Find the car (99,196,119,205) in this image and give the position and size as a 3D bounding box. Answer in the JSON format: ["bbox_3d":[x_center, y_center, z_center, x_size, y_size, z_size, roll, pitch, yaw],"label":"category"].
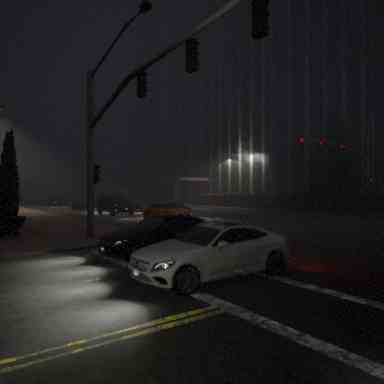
[{"bbox_3d":[-15.421,1.477,61.879,1.882,1.535,5.008,0,0,-36],"label":"car"}]

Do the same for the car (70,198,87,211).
[{"bbox_3d":[-13.649,1.491,41.243,2.128,1.511,4.902,0,0,-36],"label":"car"}]

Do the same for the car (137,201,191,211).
[{"bbox_3d":[-1.942,1.478,25.116,1.882,1.535,5.008,0,0,-36],"label":"car"}]

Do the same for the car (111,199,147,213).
[{"bbox_3d":[-7.459,1.548,38.663,2.033,1.411,5.357,0,0,-36],"label":"car"}]

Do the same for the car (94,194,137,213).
[{"bbox_3d":[-7.687,1.221,33.019,2.150,2.045,5.566,0,0,-36],"label":"car"}]

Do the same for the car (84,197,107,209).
[{"bbox_3d":[-13.802,1.526,47.428,1.812,1.442,4.674,0,0,-36],"label":"car"}]

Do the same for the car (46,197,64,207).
[{"bbox_3d":[-21.416,1.507,52.041,1.837,1.490,4.892,0,-1,-35],"label":"car"}]

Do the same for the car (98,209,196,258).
[{"bbox_3d":[-0.950,1.526,11.927,4.674,1.442,1.812,0,0,-36],"label":"car"}]

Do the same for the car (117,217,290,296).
[{"bbox_3d":[0.648,1.526,8.766,4.674,1.442,1.812,0,0,-36],"label":"car"}]

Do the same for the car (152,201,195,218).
[{"bbox_3d":[-1.771,1.564,30.829,1.994,1.385,4.181,0,0,-36],"label":"car"}]
